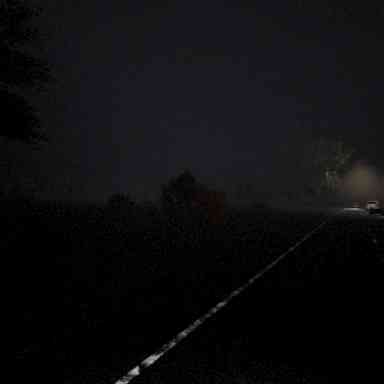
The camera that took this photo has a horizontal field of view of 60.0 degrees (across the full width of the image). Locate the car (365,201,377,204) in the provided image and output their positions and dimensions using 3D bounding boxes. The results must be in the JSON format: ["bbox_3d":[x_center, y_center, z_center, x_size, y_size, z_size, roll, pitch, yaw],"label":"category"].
[{"bbox_3d":[35.256,2.745,65.147,2.150,2.045,5.566,1,-1,28],"label":"car"}]

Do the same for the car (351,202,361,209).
[{"bbox_3d":[39.763,3.279,80.695,2.128,1.511,4.902,1,0,29],"label":"car"}]

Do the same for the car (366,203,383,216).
[{"bbox_3d":[27.351,2.788,49.481,1.895,1.301,4.718,1,-1,26],"label":"car"}]
